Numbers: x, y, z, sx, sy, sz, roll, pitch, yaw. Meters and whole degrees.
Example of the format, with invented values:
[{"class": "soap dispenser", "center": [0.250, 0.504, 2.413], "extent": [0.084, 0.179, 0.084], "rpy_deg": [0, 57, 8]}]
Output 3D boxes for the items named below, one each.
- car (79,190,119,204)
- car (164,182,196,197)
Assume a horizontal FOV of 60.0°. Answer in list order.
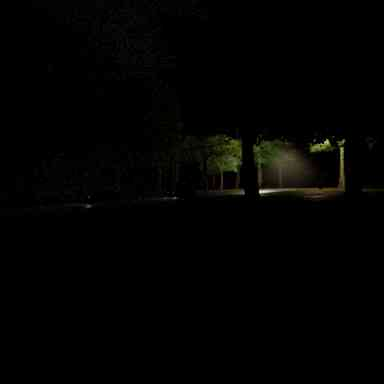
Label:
[{"class": "car", "center": [-10.438, 0.488, 37.683], "extent": [1.812, 1.442, 4.674], "rpy_deg": [-1, 2, 38]}, {"class": "car", "center": [-1.746, -0.363, 48.974], "extent": [2.150, 2.045, 5.566], "rpy_deg": [-1, 2, 37]}]
